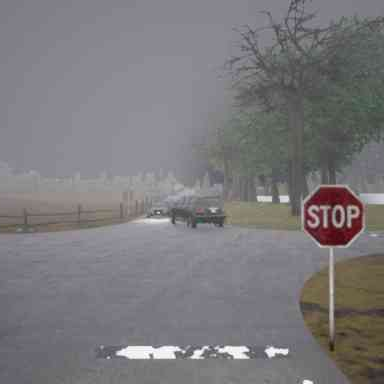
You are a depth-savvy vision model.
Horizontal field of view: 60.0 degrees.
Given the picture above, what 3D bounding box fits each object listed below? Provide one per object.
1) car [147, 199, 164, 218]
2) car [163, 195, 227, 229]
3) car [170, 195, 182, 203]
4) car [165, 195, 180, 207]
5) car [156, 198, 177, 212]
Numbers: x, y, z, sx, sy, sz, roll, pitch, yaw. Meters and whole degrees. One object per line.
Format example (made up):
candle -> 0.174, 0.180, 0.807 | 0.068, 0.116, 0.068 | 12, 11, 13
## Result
car -> -2.861, 1.529, 29.525 | 1.994, 1.385, 4.181 | 0, 0, -2
car -> 0.237, 1.215, 21.993 | 2.150, 2.045, 5.566 | -2, 1, -24
car -> -2.867, 1.265, 61.169 | 1.994, 1.385, 4.181 | 0, 1, 0
car -> -2.873, 1.302, 49.256 | 1.882, 1.535, 5.008 | 0, 1, 0
car -> -2.863, 1.460, 38.805 | 2.033, 1.411, 5.357 | 0, 0, 0
